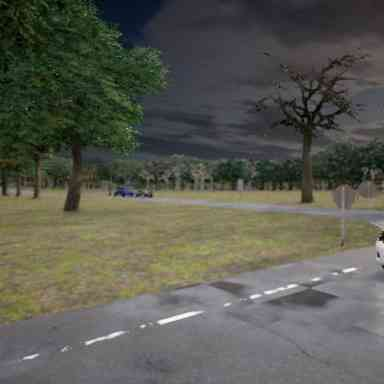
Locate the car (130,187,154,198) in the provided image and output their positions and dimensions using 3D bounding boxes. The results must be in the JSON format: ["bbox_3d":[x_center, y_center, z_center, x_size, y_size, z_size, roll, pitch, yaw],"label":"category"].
[{"bbox_3d":[-8.291,0.325,57.381,1.837,1.490,4.892,1,0,-35],"label":"car"}]

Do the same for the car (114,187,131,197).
[{"bbox_3d":[-12.999,0.005,63.856,2.150,2.045,5.566,1,-1,-36],"label":"car"}]

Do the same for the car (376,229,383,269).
[{"bbox_3d":[7.268,1.103,9.053,5.566,2.045,2.150,-1,0,-35],"label":"car"}]
